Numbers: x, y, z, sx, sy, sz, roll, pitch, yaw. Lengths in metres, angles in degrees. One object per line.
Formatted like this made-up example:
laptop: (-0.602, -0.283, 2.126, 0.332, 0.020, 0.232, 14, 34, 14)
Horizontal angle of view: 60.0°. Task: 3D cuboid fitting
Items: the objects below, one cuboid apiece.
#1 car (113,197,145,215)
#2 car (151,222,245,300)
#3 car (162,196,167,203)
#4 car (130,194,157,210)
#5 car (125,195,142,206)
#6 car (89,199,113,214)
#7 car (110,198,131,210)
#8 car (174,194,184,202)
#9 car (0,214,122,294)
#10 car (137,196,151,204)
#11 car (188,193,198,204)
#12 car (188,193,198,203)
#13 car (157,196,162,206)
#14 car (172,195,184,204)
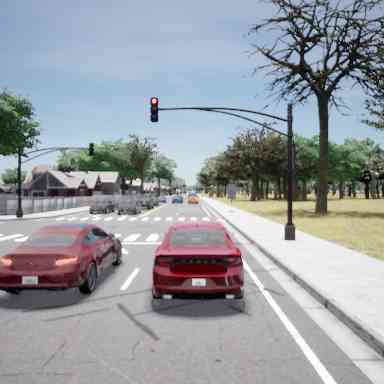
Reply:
car: (-6.503, 1.555, 34.866, 1.837, 1.490, 4.892, 0, 0, 0)
car: (0.120, 1.491, 8.501, 1.882, 1.535, 5.008, 0, 0, 0)
car: (-6.314, 1.560, 68.964, 1.882, 1.535, 5.008, 0, 0, 0)
car: (-6.474, 1.284, 44.717, 2.150, 2.045, 5.566, 0, 0, 1)
car: (-9.690, 1.425, 55.397, 2.097, 1.767, 4.553, 0, 0, 0)
car: (-9.748, 1.557, 36.378, 1.837, 1.490, 4.892, 0, 0, 0)
car: (-9.722, 1.590, 45.511, 1.812, 1.442, 4.674, 0, 0, 1)
car: (-3.044, 1.444, 76.302, 2.097, 1.767, 4.553, 0, 0, 0)
car: (-3.127, 1.539, 8.713, 1.812, 1.442, 4.674, 0, 0, 0)
car: (-9.590, 1.628, 66.517, 2.033, 1.411, 5.357, 0, 0, 1)
car: (0.276, 1.558, 65.928, 1.882, 1.535, 5.008, 0, 0, 0)
car: (0.206, 1.314, 76.330, 2.150, 2.045, 5.566, 0, 0, 0)
car: (-6.443, 1.577, 54.745, 1.837, 1.490, 4.892, 0, 0, 0)
car: (-2.969, 1.607, 66.336, 1.812, 1.442, 4.674, 0, 0, 0)
